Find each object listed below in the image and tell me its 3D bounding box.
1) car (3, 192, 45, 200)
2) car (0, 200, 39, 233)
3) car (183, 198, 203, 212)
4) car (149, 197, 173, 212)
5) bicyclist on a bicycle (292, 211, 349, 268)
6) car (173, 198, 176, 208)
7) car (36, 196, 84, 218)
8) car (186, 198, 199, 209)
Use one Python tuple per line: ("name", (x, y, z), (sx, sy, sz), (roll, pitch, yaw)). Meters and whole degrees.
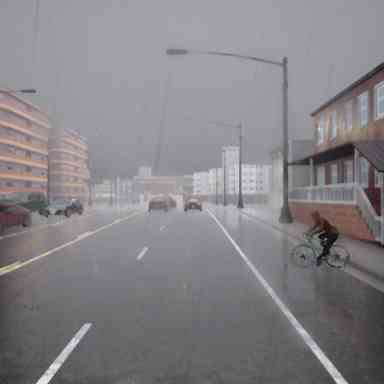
("car", (-13.980, 0.992, 27.480), (2.150, 2.045, 5.566), (0, 0, 0))
("car", (-10.573, 1.383, 18.298), (1.812, 1.442, 4.674), (0, 1, 1))
("car", (0.134, 1.360, 36.185), (1.812, 1.442, 4.674), (0, -1, 0))
("car", (-3.460, 1.306, 35.776), (1.882, 1.535, 5.008), (0, -1, 0))
("bicyclist on a bicycle", (3.661, 1.375, 9.484), (1.656, 1.620, 0.582), (0, 0, 0))
("car", (-3.420, 1.470, 48.751), (2.097, 1.767, 4.553), (0, -2, 1))
("car", (-10.480, 1.276, 27.507), (2.128, 1.511, 4.902), (0, 0, 0))
("car", (0.070, 1.622, 48.068), (1.812, 1.442, 4.674), (0, -2, 1))
